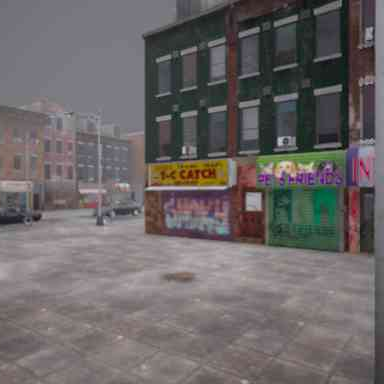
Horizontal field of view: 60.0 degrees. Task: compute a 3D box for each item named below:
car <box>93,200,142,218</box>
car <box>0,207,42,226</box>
[{"bbox_3d":[-6.728,1.525,30.329,1.837,1.490,4.892,0,0,35],"label":"car"},{"bbox_3d":[-12.630,1.675,22.039,1.895,1.301,4.718,0,0,35],"label":"car"}]
